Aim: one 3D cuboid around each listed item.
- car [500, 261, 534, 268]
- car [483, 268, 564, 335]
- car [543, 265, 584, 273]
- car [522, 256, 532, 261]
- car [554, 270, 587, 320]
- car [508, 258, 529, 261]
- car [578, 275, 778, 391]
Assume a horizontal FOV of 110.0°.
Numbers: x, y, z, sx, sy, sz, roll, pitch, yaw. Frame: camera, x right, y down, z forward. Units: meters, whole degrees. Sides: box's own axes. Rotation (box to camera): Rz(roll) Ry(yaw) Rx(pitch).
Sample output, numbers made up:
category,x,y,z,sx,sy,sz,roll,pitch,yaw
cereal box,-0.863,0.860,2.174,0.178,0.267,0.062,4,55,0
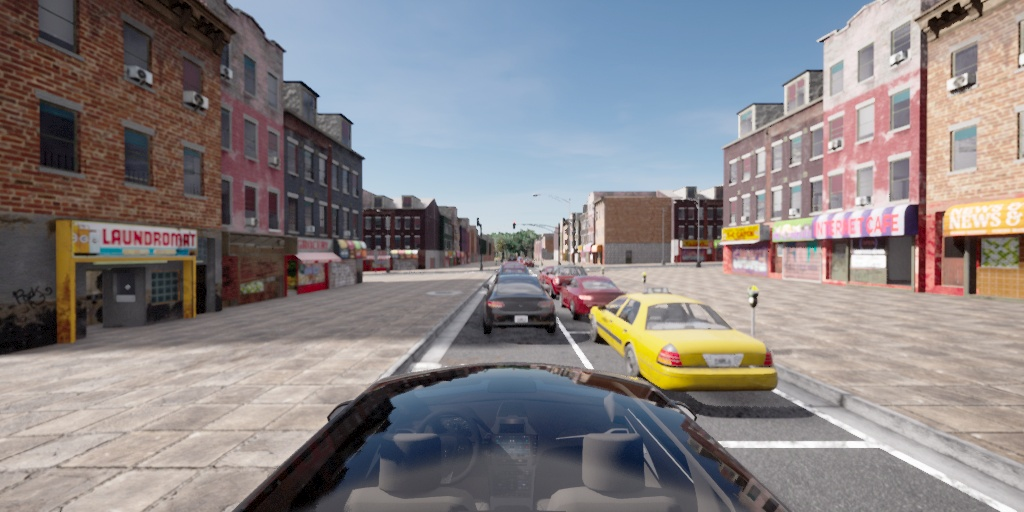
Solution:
category,x,y,z,sx,sy,sz,roll,pitch,yaw
car,0.101,1.191,18.421,2.128,1.511,4.902,0,0,0
car,0.136,1.247,10.353,1.812,1.442,4.674,0,0,-2
car,2.649,1.142,17.552,1.967,1.591,4.097,0,0,0
car,2.682,1.117,60.359,1.967,1.591,4.097,0,0,0
car,2.645,1.298,12.086,1.802,1.307,4.207,0,0,0
car,0.085,1.159,27.981,1.882,1.535,5.008,0,0,0
car,2.641,1.259,6.788,1.751,1.417,4.829,0,0,0
